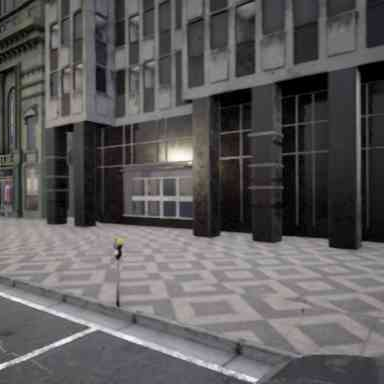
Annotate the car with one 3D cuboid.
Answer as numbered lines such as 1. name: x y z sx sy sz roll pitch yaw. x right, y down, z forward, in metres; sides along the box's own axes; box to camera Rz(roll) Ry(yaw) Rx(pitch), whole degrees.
1. car: 2.210 1.535 1.412 4.403 1.369 2.008 -1 0 35
